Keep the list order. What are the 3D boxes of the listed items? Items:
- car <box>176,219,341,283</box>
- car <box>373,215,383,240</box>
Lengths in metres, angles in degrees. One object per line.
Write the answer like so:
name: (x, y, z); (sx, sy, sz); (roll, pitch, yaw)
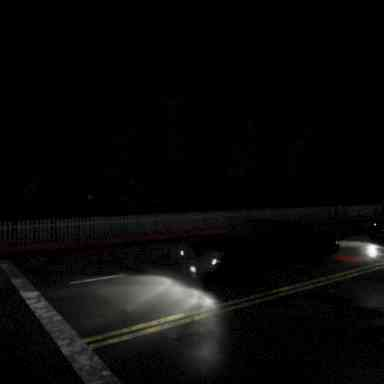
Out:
car: (2.205, 1.542, 9.846); (5.357, 1.411, 2.033); (0, 0, -35)
car: (10.467, 1.493, 15.736); (4.892, 1.490, 1.837); (0, 0, -35)
